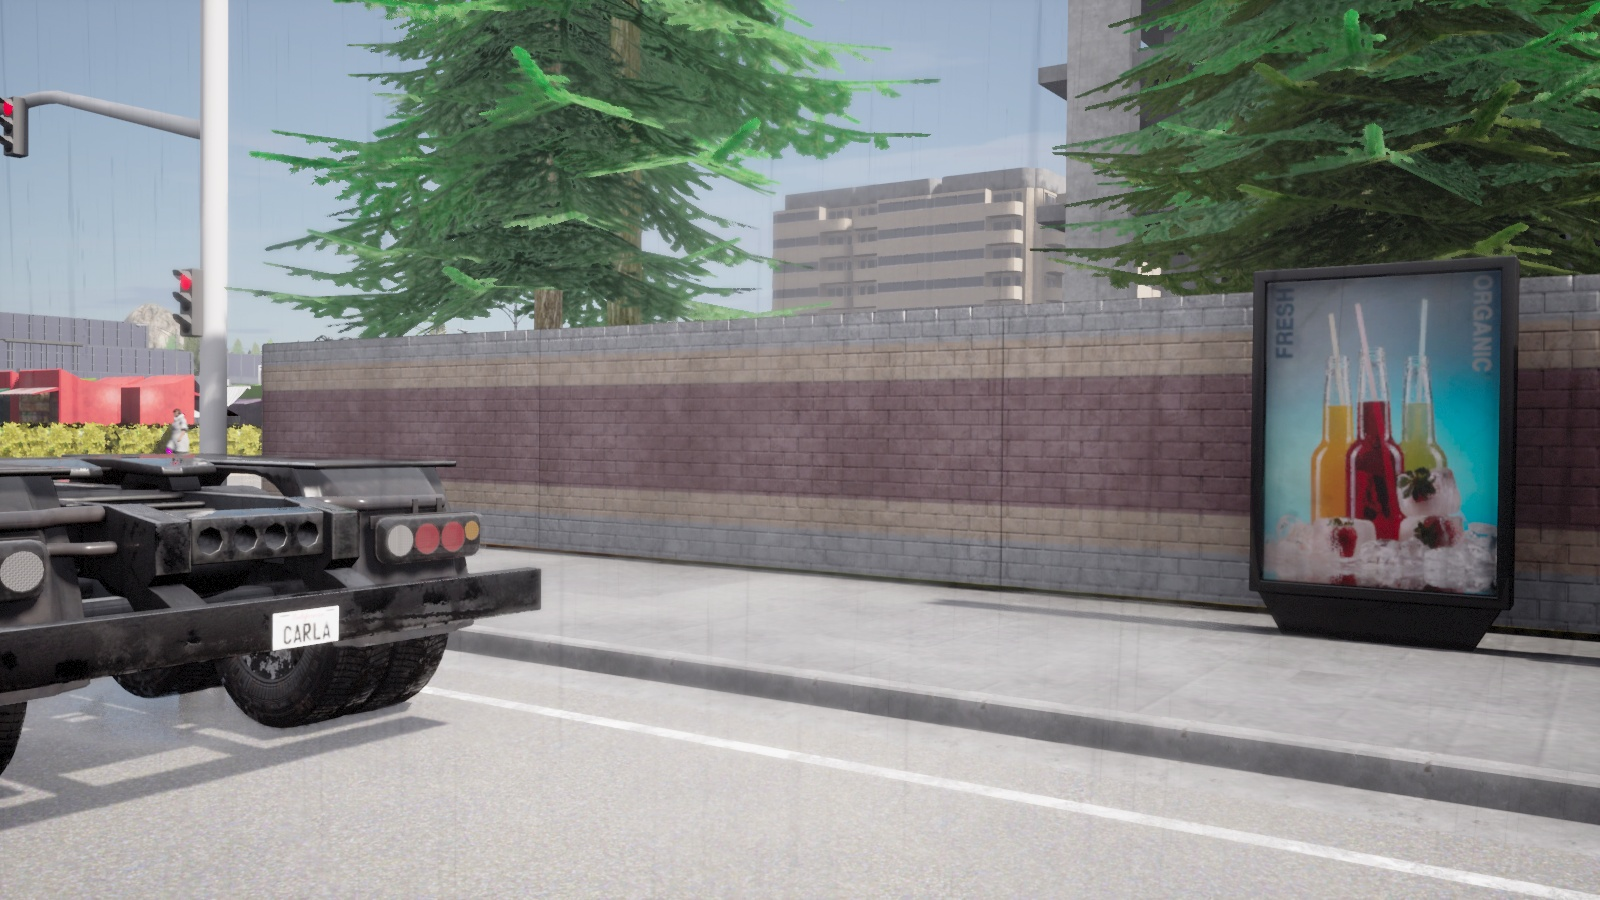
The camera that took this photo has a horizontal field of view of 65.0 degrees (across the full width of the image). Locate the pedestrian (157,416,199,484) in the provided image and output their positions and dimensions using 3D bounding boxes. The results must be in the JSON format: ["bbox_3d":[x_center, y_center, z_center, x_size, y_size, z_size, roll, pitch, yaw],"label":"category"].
[{"bbox_3d":[-18.296,-0.009,36.927,0.659,1.952,0.873,0,1,33],"label":"pedestrian"}]

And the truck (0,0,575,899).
[{"bbox_3d":[-5.216,-0.300,7.067,7.936,3.462,2.891,0,1,34],"label":"truck"}]
